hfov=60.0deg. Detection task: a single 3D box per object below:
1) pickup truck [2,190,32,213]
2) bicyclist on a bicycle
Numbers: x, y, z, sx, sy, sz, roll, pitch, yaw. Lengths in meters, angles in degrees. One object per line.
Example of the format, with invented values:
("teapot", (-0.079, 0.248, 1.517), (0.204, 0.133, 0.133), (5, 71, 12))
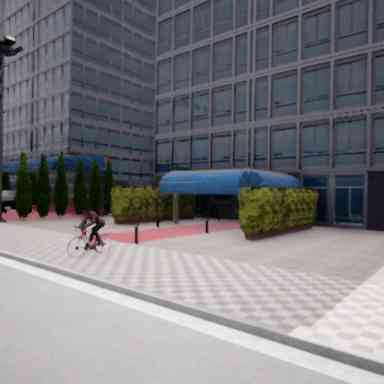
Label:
("pickup truck", (-15.151, 0.863, 28.292), (2.390, 2.098, 6.274), (1, 0, -21))
("bicyclist on a bicycle", (-3.246, 1.271, 10.656), (0.582, 1.620, 1.656), (1, 0, 39))
